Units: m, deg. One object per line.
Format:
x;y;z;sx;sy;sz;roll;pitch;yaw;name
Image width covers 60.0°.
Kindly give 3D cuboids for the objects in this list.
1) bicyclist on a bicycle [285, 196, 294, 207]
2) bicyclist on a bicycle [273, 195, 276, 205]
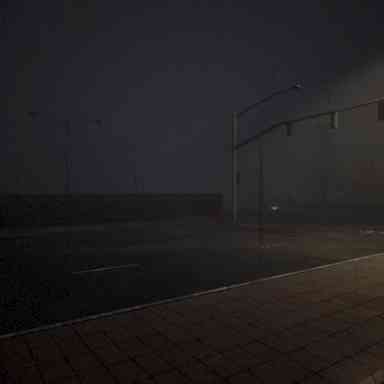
14.400;1.453;49.128;1.656;1.620;0.582;0;0;-22;bicyclist on a bicycle
13.436;1.300;54.043;0.582;1.620;1.656;0;0;22;bicyclist on a bicycle
